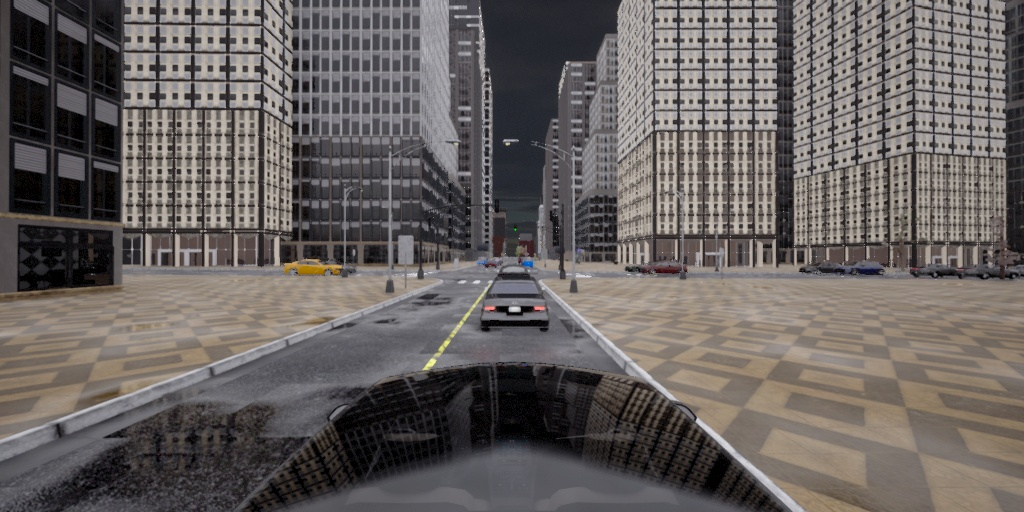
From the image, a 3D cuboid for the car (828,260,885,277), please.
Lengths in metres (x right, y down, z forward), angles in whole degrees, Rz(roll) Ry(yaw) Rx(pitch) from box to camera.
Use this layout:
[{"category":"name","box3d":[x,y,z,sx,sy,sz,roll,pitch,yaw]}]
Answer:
[{"category":"car","box3d":[39.104,1.379,40.494,4.553,1.767,2.097,0,0,-2]}]

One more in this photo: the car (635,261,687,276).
[{"category":"car","box3d":[16.853,1.364,39.948,5.008,1.535,1.882,0,0,-1]}]

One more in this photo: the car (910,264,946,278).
[{"category":"car","box3d":[44.449,1.536,37.331,4.902,1.511,2.128,0,0,-2]}]

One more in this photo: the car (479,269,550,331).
[{"category":"car","box3d":[0.086,1.298,10.929,2.033,1.411,5.357,0,0,1]}]

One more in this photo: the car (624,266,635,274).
[{"category":"car","box3d":[16.062,1.497,43.182,4.718,1.301,1.895,0,0,-1]}]

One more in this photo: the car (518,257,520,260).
[{"category":"car","box3d":[2.532,1.289,64.477,1.888,1.381,4.507,0,0,0]}]

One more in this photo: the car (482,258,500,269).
[{"category":"car","box3d":[-3.288,1.345,56.814,1.895,1.301,4.718,0,0,0]}]

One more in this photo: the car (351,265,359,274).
[{"category":"car","box3d":[-17.776,1.142,35.727,4.674,1.442,1.812,1,0,-1]}]

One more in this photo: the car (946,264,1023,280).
[{"category":"car","box3d":[45.202,1.525,34.112,4.902,1.511,2.128,0,0,-3]}]

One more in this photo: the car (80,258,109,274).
[{"category":"car","box3d":[-39.114,0.929,32.013,4.892,1.490,1.837,0,0,-1]}]

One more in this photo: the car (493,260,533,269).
[{"category":"car","box3d":[0.085,1.227,21.142,1.882,1.535,5.008,0,0,0]}]

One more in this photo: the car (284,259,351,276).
[{"category":"car","box3d":[-17.798,1.078,32.475,5.008,1.535,1.882,1,0,-1]}]

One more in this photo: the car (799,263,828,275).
[{"category":"car","box3d":[37.769,1.539,43.701,4.892,1.490,1.837,0,0,-2]}]

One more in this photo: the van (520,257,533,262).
[{"category":"van","box3d":[2.608,1.085,58.939,1.690,1.789,3.998,0,0,0]}]
